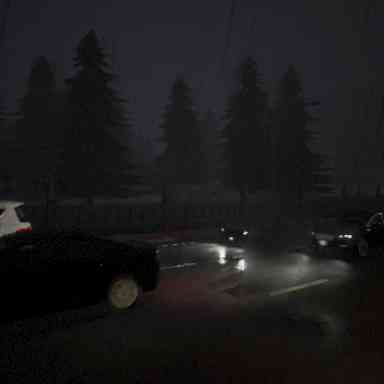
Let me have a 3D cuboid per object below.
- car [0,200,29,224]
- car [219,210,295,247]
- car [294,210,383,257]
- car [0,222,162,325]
[{"bbox_3d":[-6.740,1.213,7.785,5.566,2.045,2.150,0,0,-35],"label":"car"},{"bbox_3d":[3.795,1.533,15.274,5.357,1.411,2.033,0,0,-35],"label":"car"},{"bbox_3d":[6.516,1.480,12.908,4.902,1.511,2.128,0,0,-35],"label":"car"},{"bbox_3d":[-2.975,1.470,6.169,5.008,1.535,1.882,0,0,-36],"label":"car"}]
